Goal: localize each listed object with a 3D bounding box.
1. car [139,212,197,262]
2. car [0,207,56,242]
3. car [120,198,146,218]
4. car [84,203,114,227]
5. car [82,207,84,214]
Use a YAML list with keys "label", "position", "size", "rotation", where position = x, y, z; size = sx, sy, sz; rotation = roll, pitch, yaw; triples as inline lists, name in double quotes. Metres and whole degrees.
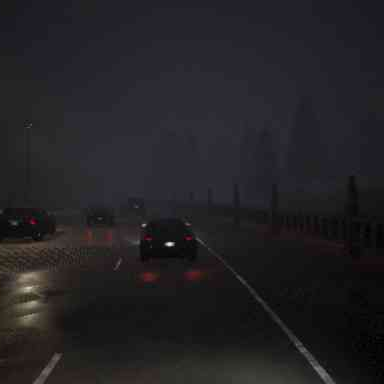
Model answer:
- label: "car"
  position: [-0.990, 1.703, 12.880]
  size: [1.994, 1.385, 4.181]
  rotation: [0, -1, -7]
- label: "car"
  position: [-8.890, 1.574, 18.075]
  size: [2.097, 1.767, 4.553]
  rotation: [0, -1, -10]
- label: "car"
  position: [-6.367, 1.616, 35.508]
  size: [2.150, 2.045, 5.566]
  rotation: [0, -1, -19]
- label: "car"
  position: [-7.104, 1.775, 25.928]
  size: [1.882, 1.535, 5.008]
  rotation: [0, -1, -14]
- label: "car"
  position: [-12.226, 2.033, 40.689]
  size: [1.994, 1.385, 4.181]
  rotation: [0, -1, -23]
